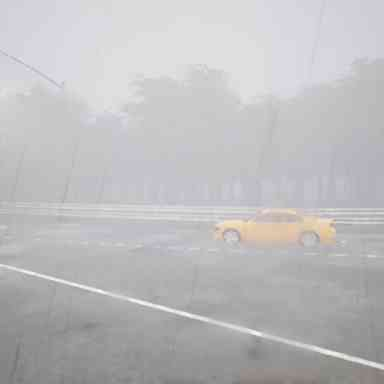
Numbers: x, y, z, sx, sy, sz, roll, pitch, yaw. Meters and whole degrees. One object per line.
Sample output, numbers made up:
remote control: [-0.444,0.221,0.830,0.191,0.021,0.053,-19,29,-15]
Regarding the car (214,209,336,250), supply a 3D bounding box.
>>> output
car: [3.409,1.492,14.221,5.008,1.535,1.882,0,0,15]
